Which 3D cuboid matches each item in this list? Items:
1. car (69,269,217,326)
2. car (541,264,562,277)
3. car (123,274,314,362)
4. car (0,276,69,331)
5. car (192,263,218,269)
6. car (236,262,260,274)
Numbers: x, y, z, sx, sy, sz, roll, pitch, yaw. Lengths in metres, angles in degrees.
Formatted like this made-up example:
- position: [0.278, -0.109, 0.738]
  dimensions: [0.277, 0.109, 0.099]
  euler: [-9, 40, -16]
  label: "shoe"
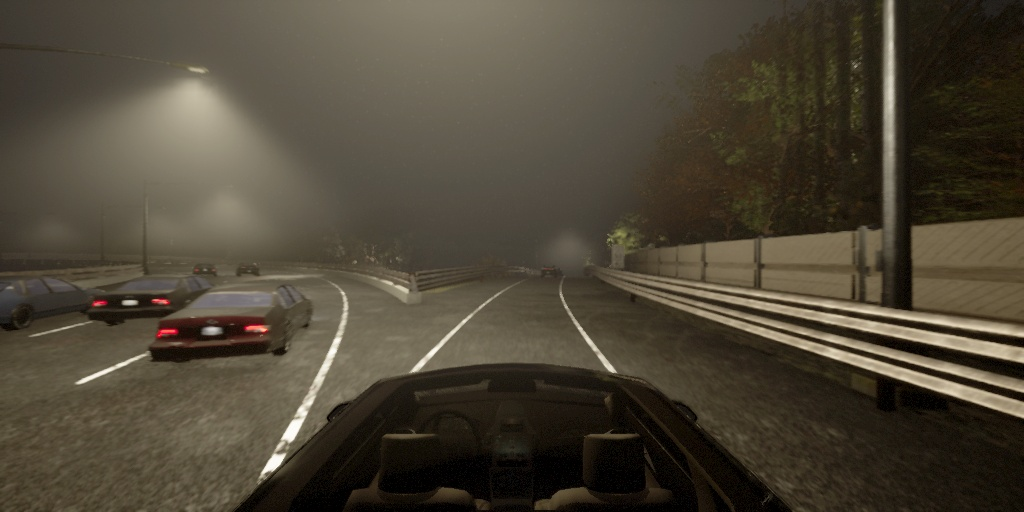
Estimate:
- position: [-11.270, 1.310, 11.888]
  dimensions: [2.033, 1.411, 5.357]
  euler: [1, -1, -24]
  label: "car"
- position: [4.471, 1.759, 42.773]
  dimensions: [2.128, 1.511, 4.902]
  euler: [0, -2, 9]
  label: "car"
- position: [-5.958, 1.311, 8.339]
  dimensions: [2.033, 1.411, 5.357]
  euler: [1, -1, -22]
  label: "car"
- position: [-14.460, 1.279, 10.451]
  dimensions: [2.033, 1.411, 5.357]
  euler: [1, -1, -25]
  label: "car"
- position: [-30.628, 1.384, 35.800]
  dimensions: [2.033, 1.411, 5.357]
  euler: [1, -1, -41]
  label: "car"
- position: [-28.236, 1.362, 38.281]
  dimensions: [2.128, 1.511, 4.902]
  euler: [1, -1, -40]
  label: "car"
